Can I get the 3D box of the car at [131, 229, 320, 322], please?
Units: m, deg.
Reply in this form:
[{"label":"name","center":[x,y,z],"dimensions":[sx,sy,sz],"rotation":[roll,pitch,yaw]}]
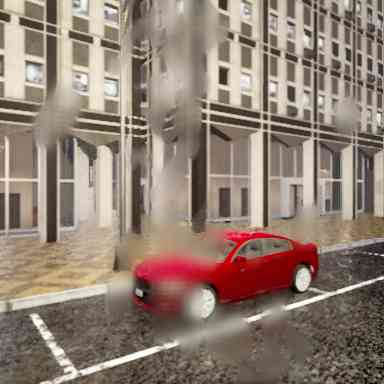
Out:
[{"label":"car","center":[0.897,1.535,7.201],"dimensions":[4.507,1.381,1.887],"rotation":[0,0,-36]}]
